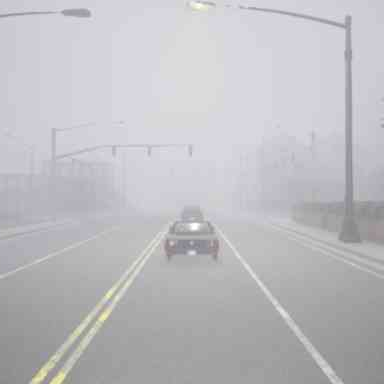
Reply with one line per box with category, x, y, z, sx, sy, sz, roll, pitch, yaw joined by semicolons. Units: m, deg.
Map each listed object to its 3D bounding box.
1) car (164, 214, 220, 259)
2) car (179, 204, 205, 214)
car;0.008;1.751;13.229;1.895;1.301;4.718;0;-1;0
car;0.002;1.828;28.484;1.837;1.490;4.892;0;0;0
